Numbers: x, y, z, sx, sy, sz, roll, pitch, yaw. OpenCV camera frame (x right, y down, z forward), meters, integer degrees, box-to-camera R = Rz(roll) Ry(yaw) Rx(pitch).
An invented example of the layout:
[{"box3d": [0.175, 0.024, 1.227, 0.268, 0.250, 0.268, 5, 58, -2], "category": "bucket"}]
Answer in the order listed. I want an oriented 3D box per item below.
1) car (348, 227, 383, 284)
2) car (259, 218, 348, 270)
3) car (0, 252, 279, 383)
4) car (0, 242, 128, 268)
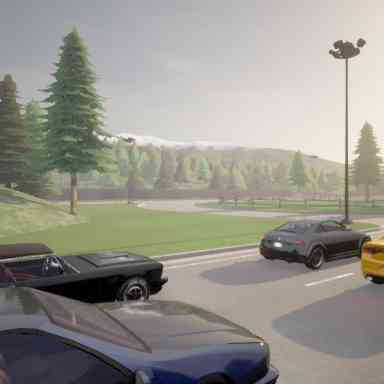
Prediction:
[{"box3d": [6.219, 1.478, 8.289, 5.008, 1.535, 1.882, 0, 0, -35], "category": "car"}, {"box3d": [4.239, 1.564, 11.177, 4.181, 1.385, 1.994, 0, 0, -35], "category": "car"}, {"box3d": [-1.726, 1.547, 2.515, 5.357, 1.411, 2.033, 0, 0, -36], "category": "car"}, {"box3d": [-2.818, 1.601, 6.037, 4.718, 1.301, 1.895, 0, 0, -36], "category": "car"}]
